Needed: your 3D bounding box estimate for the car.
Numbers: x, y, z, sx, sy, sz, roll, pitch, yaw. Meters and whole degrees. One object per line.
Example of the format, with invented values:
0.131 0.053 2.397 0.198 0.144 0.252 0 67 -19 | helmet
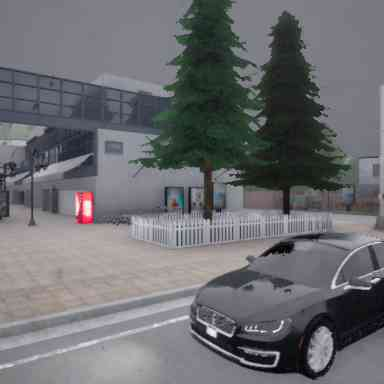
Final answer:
2.216 1.504 5.602 4.892 1.490 1.837 0 0 -36 | car
